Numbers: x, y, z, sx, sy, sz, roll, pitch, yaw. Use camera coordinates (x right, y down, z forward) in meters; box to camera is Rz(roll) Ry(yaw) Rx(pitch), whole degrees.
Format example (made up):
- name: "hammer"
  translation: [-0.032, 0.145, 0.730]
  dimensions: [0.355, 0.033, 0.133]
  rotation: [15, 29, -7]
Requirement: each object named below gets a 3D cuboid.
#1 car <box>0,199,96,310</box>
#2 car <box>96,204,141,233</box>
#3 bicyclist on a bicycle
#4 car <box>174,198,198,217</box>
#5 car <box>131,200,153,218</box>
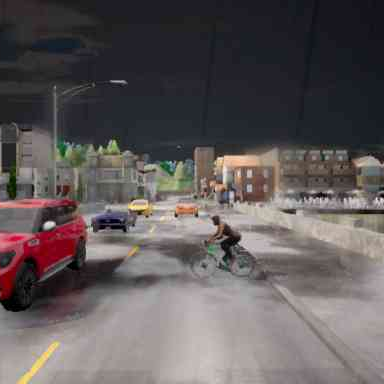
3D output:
- name: "car"
  translation: [-4.253, 1.223, 8.120]
  dimensions: [2.150, 2.045, 5.566]
  rotation: [0, 0, -1]
- name: "car"
  translation: [-4.492, 1.597, 19.807]
  dimensions: [1.895, 1.301, 4.718]
  rotation: [0, 0, -1]
- name: "bicyclist on a bicycle"
  translation: [0.787, 1.420, 8.583]
  dimensions: [1.656, 1.620, 0.582]
  rotation: [-1, 0, -1]
- name: "car"
  translation: [-0.522, 1.346, 30.760]
  dimensions: [2.097, 1.767, 4.553]
  rotation: [0, 0, -1]
- name: "car"
  translation: [-4.674, 1.472, 30.185]
  dimensions: [1.882, 1.535, 5.008]
  rotation: [0, 0, -1]
